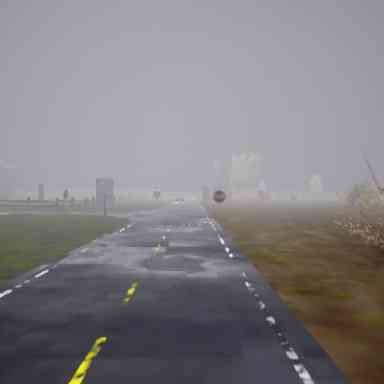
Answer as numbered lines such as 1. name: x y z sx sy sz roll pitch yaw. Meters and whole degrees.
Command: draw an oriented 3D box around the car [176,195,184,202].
1. car: -2.750 1.448 76.084 1.882 1.535 5.008 0 0 0
